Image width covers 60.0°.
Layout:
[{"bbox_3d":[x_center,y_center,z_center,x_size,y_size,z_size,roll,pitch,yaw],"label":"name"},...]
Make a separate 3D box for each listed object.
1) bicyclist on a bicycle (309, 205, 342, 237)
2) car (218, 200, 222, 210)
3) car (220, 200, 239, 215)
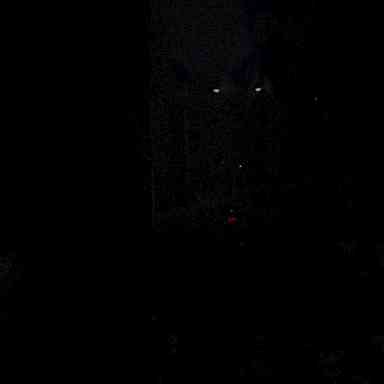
[{"bbox_3d":[6.800,1.503,16.941,1.656,1.620,0.582,-1,-1,2],"label":"bicyclist on a bicycle"},{"bbox_3d":[5.500,2.177,56.538,2.097,1.767,4.553,-1,-1,2],"label":"car"},{"bbox_3d":[4.952,2.146,43.043,1.837,1.490,4.892,-1,-2,2],"label":"car"}]
